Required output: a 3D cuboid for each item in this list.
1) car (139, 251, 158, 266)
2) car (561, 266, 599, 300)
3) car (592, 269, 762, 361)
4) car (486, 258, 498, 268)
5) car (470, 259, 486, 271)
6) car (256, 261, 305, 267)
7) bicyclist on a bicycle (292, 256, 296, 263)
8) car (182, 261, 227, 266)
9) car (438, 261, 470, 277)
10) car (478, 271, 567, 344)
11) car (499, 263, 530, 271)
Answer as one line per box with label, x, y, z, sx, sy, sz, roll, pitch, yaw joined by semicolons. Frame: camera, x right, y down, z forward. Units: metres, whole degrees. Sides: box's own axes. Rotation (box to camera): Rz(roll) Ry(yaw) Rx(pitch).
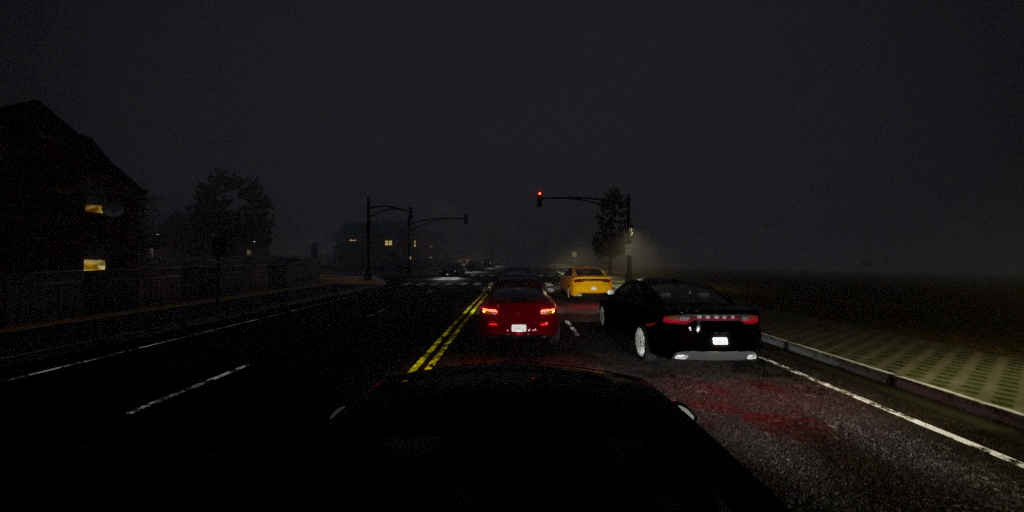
car;-40.929;0.332;38.489;5.566;2.045;2.150;1;-1;16
car;3.532;1.239;17.769;1.882;1.535;5.008;0;0;1
car;3.402;1.231;8.301;1.882;1.535;5.008;0;0;0
car;-4.328;1.218;64.166;2.097;1.767;4.553;0;0;4
car;-5.239;1.305;49.987;1.882;1.535;5.008;0;0;3
car;-21.063;0.910;32.961;5.008;1.535;1.882;1;-1;16
bicyclist on a bicycle;-24.252;0.780;39.935;0.582;1.620;1.656;1;-1;15
car;-30.850;0.875;35.675;4.718;1.301;1.895;1;-1;16
car;-5.904;1.343;35.970;2.033;1.411;5.357;0;0;2
car;0.162;1.280;9.475;1.812;1.442;4.674;0;0;1
car;0.281;1.289;18.582;1.812;1.442;4.674;0;0;0
